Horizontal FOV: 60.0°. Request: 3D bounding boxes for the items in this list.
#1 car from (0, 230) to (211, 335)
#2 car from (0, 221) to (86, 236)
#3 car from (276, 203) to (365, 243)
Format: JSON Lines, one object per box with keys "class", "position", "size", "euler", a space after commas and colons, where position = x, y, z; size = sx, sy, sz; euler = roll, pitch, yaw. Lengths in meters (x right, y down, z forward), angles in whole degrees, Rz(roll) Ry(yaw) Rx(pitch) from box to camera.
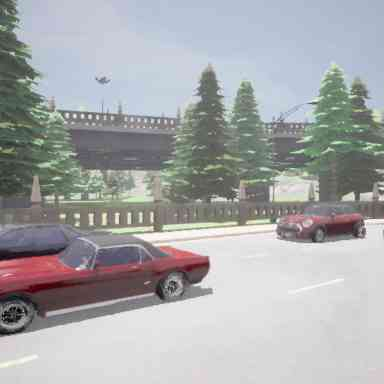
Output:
{"class": "car", "position": [-2.011, 1.603, 6.800], "size": [4.718, 1.301, 1.895], "euler": [0, 0, -34]}
{"class": "car", "position": [-4.657, 1.549, 9.248], "size": [5.357, 1.411, 2.033], "euler": [0, 0, -34]}
{"class": "car", "position": [6.272, 1.366, 16.163], "size": [4.553, 1.767, 2.097], "euler": [0, 0, -30]}
